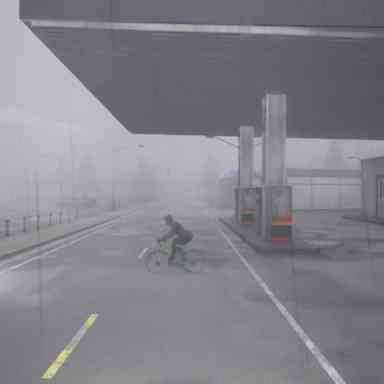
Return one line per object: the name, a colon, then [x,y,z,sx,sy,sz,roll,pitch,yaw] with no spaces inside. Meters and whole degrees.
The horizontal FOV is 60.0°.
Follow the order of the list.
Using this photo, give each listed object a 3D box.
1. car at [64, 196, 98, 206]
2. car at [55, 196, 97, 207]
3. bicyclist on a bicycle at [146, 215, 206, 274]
car: [-16.795,1.335,50.495,4.514,1.523,2.007,0,0,-1]
car: [-16.705,1.327,47.359,5.027,1.636,2.152,0,0,-1]
bicyclist on a bicycle: [-0.460,1.454,9.070,1.656,1.620,0.582,-2,0,0]
